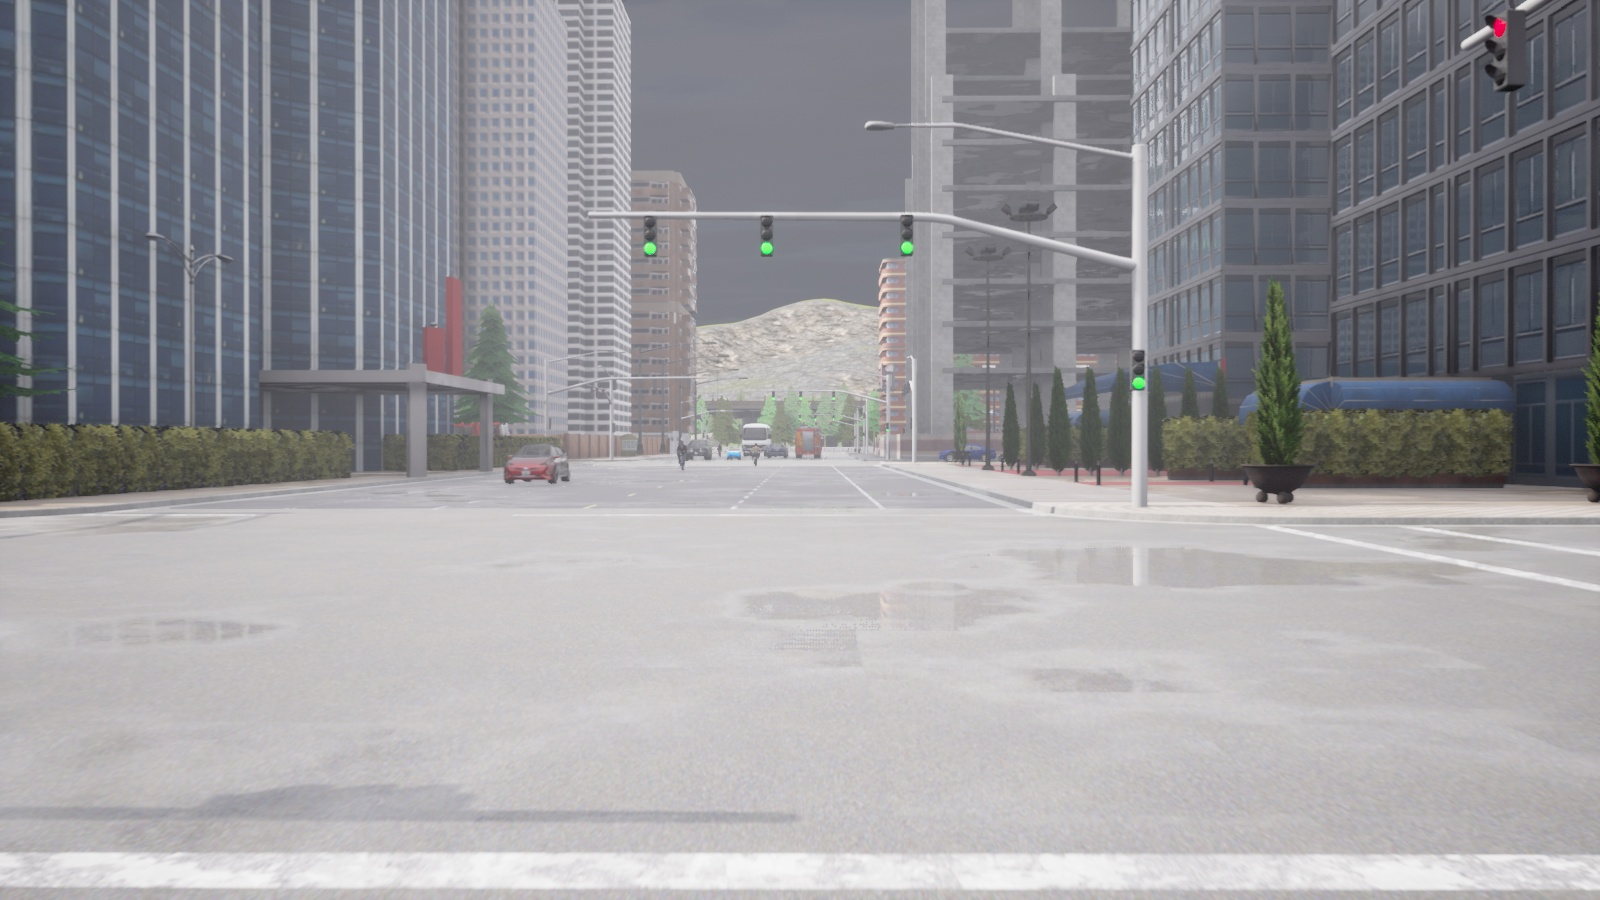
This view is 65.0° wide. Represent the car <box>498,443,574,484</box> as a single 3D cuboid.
[{"bbox_3d":[-10.206,0.485,48.919,2.007,1.525,4.514,0,0,0],"label":"car"}]
